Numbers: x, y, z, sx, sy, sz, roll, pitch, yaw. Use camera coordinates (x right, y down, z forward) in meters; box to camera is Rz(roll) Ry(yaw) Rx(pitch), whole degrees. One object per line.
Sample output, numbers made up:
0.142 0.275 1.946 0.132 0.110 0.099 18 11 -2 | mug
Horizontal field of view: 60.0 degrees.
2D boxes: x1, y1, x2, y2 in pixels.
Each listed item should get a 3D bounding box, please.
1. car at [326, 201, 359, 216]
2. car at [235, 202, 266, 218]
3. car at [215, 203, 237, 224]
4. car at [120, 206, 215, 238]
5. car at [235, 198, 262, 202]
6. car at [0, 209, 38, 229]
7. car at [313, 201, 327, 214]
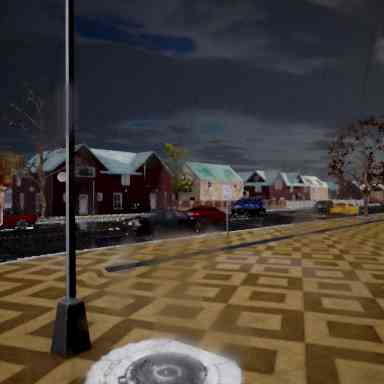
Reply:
18.070 1.989 39.228 1.882 1.535 5.008 -1 -1 44 | car
6.061 2.029 36.194 1.895 1.301 4.718 -1 -1 43 | car
1.171 1.789 25.991 1.812 1.442 4.674 -1 -1 43 | car
-1.376 1.697 18.689 5.357 1.411 2.033 1 -1 -45 | car
6.857 1.737 41.762 2.150 2.045 5.566 -1 -1 44 | car
-12.572 1.764 21.187 1.895 1.301 4.718 -1 -1 43 | car
17.578 1.928 43.433 2.097 1.767 4.553 -1 -1 44 | car
